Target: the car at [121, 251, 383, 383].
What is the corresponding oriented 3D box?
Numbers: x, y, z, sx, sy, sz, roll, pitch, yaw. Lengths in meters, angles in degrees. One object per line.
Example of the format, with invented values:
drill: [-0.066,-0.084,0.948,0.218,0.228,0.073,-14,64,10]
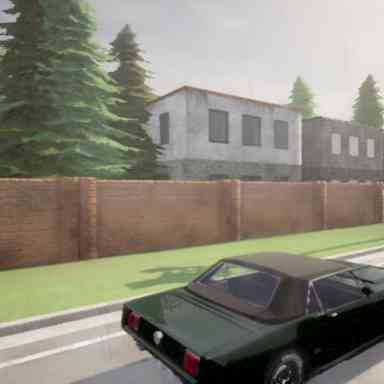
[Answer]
car: [1.526,1.564,4.804,4.718,1.301,1.895,-1,0,-35]
